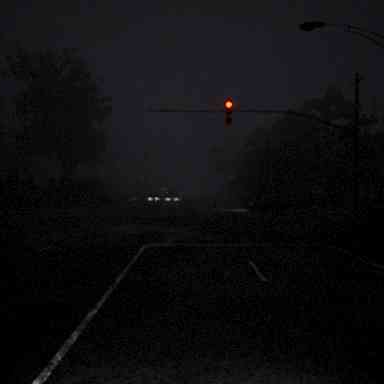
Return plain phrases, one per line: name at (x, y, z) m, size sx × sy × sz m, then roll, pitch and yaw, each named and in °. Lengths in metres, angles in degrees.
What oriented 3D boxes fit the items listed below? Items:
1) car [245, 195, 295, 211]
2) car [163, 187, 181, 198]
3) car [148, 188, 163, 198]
car at (7.405, 1.015, 31.637) m, size 4.674 × 1.442 × 1.812 m, roll 0°, pitch 1°, yaw -3°
car at (-3.795, 0.084, 64.291) m, size 2.150 × 2.045 × 5.566 m, roll 0°, pitch 1°, yaw -1°
car at (-7.283, 0.415, 64.075) m, size 2.033 × 1.411 × 5.357 m, roll 0°, pitch 1°, yaw -1°
